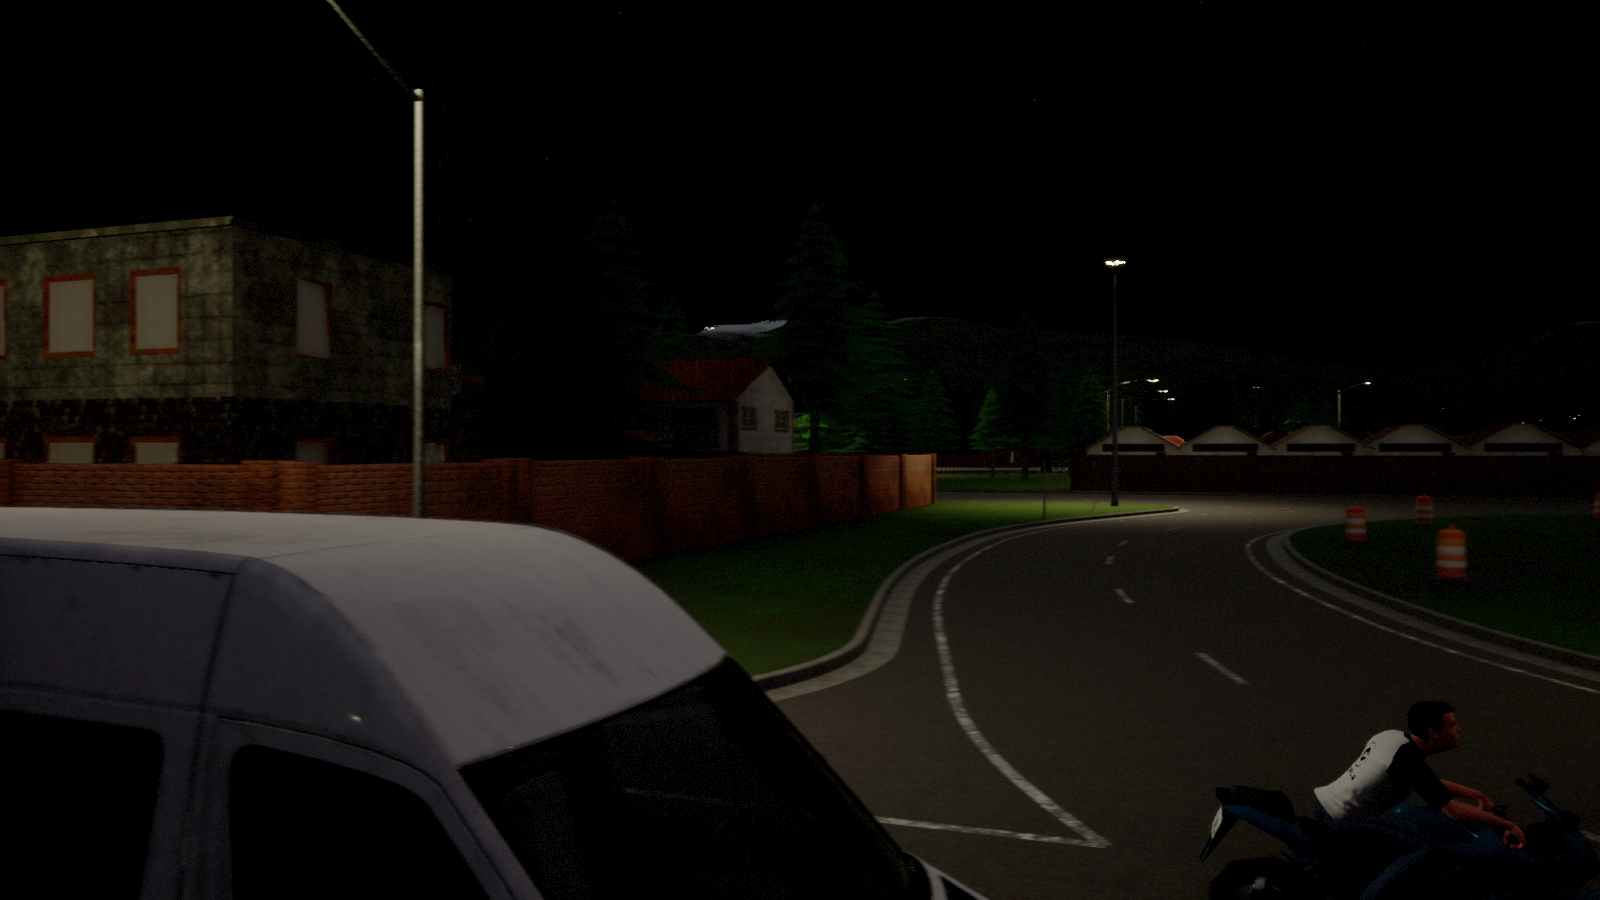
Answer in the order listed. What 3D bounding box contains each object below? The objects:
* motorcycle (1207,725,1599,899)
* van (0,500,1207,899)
[{"bbox_3d":[3.172,2.186,5.868,2.033,1.199,0.803,0,0,20],"label":"motorcycle"},{"bbox_3d":[-1.743,1.534,3.936,5.915,2.561,1.988,0,0,20],"label":"van"}]
